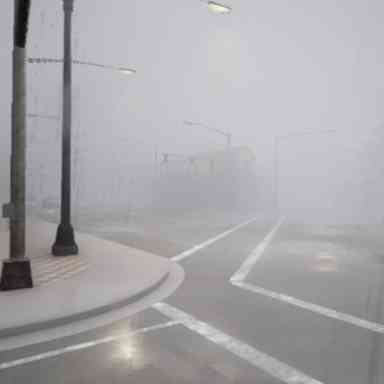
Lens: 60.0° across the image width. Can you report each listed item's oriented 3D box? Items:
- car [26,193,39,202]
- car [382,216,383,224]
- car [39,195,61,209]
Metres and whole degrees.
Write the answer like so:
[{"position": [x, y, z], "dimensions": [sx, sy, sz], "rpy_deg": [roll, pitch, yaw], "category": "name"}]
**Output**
[{"position": [-27.614, 0.923, 55.840], "dimensions": [1.994, 1.385, 4.181], "rpy_deg": [1, 0, -35], "category": "car"}, {"position": [16.001, 1.846, 23.576], "dimensions": [2.128, 1.511, 4.902], "rpy_deg": [-2, 0, -20], "category": "car"}, {"position": [-17.293, 1.318, 41.516], "dimensions": [1.812, 1.442, 4.674], "rpy_deg": [1, 1, -36], "category": "car"}]
